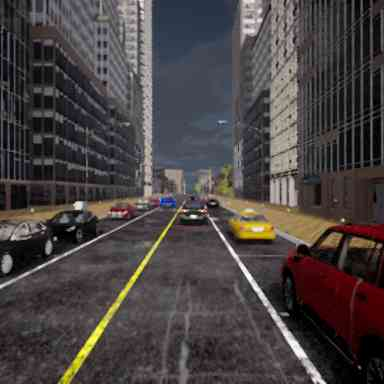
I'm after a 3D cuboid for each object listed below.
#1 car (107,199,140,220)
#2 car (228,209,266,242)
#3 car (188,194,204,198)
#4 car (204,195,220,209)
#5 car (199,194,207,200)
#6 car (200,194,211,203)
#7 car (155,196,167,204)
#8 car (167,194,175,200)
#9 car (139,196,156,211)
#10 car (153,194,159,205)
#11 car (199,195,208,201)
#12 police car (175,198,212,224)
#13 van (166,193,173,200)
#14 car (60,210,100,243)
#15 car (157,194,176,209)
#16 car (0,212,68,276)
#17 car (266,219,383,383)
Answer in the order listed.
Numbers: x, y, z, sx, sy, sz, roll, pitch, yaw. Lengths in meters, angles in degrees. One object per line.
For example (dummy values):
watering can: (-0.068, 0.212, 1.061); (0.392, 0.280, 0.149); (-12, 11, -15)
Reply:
car: (-5.685, 1.521, 27.181); (1.802, 1.307, 4.206); (0, 0, 0)
car: (2.695, 1.491, 15.955); (1.752, 1.417, 4.829); (0, 0, 0)
car: (0.110, 1.329, 42.599); (2.033, 1.649, 4.856); (0, 0, 0)
car: (2.697, 1.461, 44.246); (1.947, 1.339, 4.313); (0, 0, 0)
car: (2.699, 1.304, 84.259); (1.752, 1.417, 4.829); (0, 0, 0)
car: (2.699, 1.272, 67.012); (1.967, 1.590, 4.097); (0, 0, 0)
car: (-5.683, 1.430, 61.336); (1.802, 1.307, 4.206); (0, 0, 0)
car: (-5.681, 1.327, 89.797); (1.947, 1.339, 4.313); (0, 0, 0)
car: (-5.685, 1.461, 38.567); (2.008, 1.369, 4.403); (0, 0, 0)
car: (-5.684, 1.425, 49.951); (1.887, 1.381, 4.507); (0, 0, 0)
car: (2.699, 1.379, 78.397); (1.802, 1.307, 4.206); (0, 0, 0)
police car: (0.101, 1.447, 24.135); (2.038, 1.542, 4.974); (0, 0, 0)
van: (-5.680, 1.120, 84.104); (1.690, 1.788, 3.998); (0, 0, 0)
car: (-5.686, 1.532, 15.799); (1.947, 1.339, 4.313); (0, 0, 0)
car: (-3.046, 1.374, 43.752); (1.882, 1.535, 5.008); (0, 0, 0)
car: (-5.686, 1.530, 10.106); (2.008, 1.369, 4.403); (0, 0, 0)
car: (2.695, 1.306, 4.401); (2.192, 1.841, 5.009); (0, 0, 0)
